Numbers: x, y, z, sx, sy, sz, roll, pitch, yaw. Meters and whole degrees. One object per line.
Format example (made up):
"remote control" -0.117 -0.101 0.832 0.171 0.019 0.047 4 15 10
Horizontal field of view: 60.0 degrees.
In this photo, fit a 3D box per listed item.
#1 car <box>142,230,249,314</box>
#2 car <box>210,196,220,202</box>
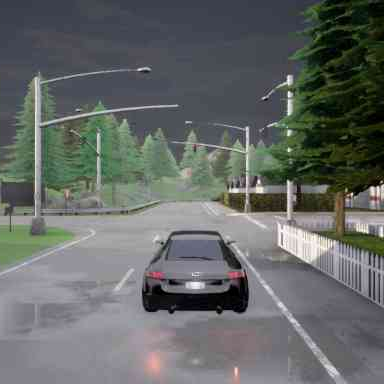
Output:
"car" 0.075 1.564 7.686 1.994 1.385 4.181 0 0 1
"car" 6.703 1.524 72.905 5.357 1.411 2.033 0 0 -22
